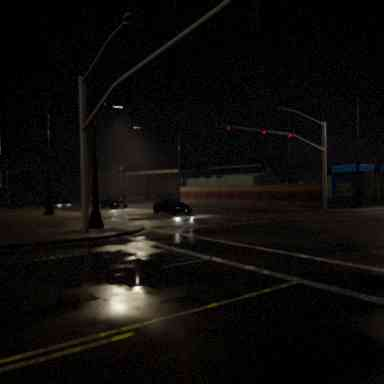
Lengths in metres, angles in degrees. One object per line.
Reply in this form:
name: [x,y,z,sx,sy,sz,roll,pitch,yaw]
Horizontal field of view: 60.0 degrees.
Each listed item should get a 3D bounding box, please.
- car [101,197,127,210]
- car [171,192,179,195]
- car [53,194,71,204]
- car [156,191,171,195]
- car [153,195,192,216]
car: [-9.503,1.330,40.332,1.812,1.442,4.674,-2,1,-37]
car: [-1.918,0.722,71.324,3.806,1.475,1.970,-2,1,-35]
car: [-22.975,1.186,58.665,2.097,1.767,4.553,-2,1,-36]
car: [-5.883,0.585,75.552,4.611,1.667,2.242,-2,1,-35]
car: [-1.875,1.310,30.020,1.812,1.442,4.674,-2,1,-36]
